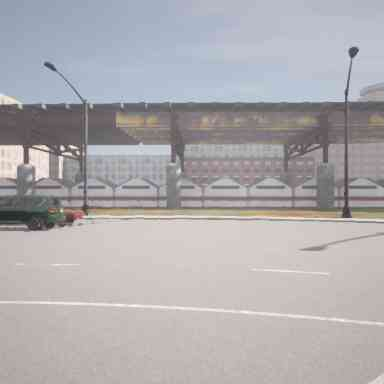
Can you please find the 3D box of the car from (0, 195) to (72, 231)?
[{"bbox_3d":[-10.501,1.223,19.941,5.566,2.045,2.150,0,-1,-2],"label":"car"}]

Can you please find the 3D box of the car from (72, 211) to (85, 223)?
[{"bbox_3d":[-10.011,1.601,22.931,4.718,1.301,1.895,0,0,1],"label":"car"}]
